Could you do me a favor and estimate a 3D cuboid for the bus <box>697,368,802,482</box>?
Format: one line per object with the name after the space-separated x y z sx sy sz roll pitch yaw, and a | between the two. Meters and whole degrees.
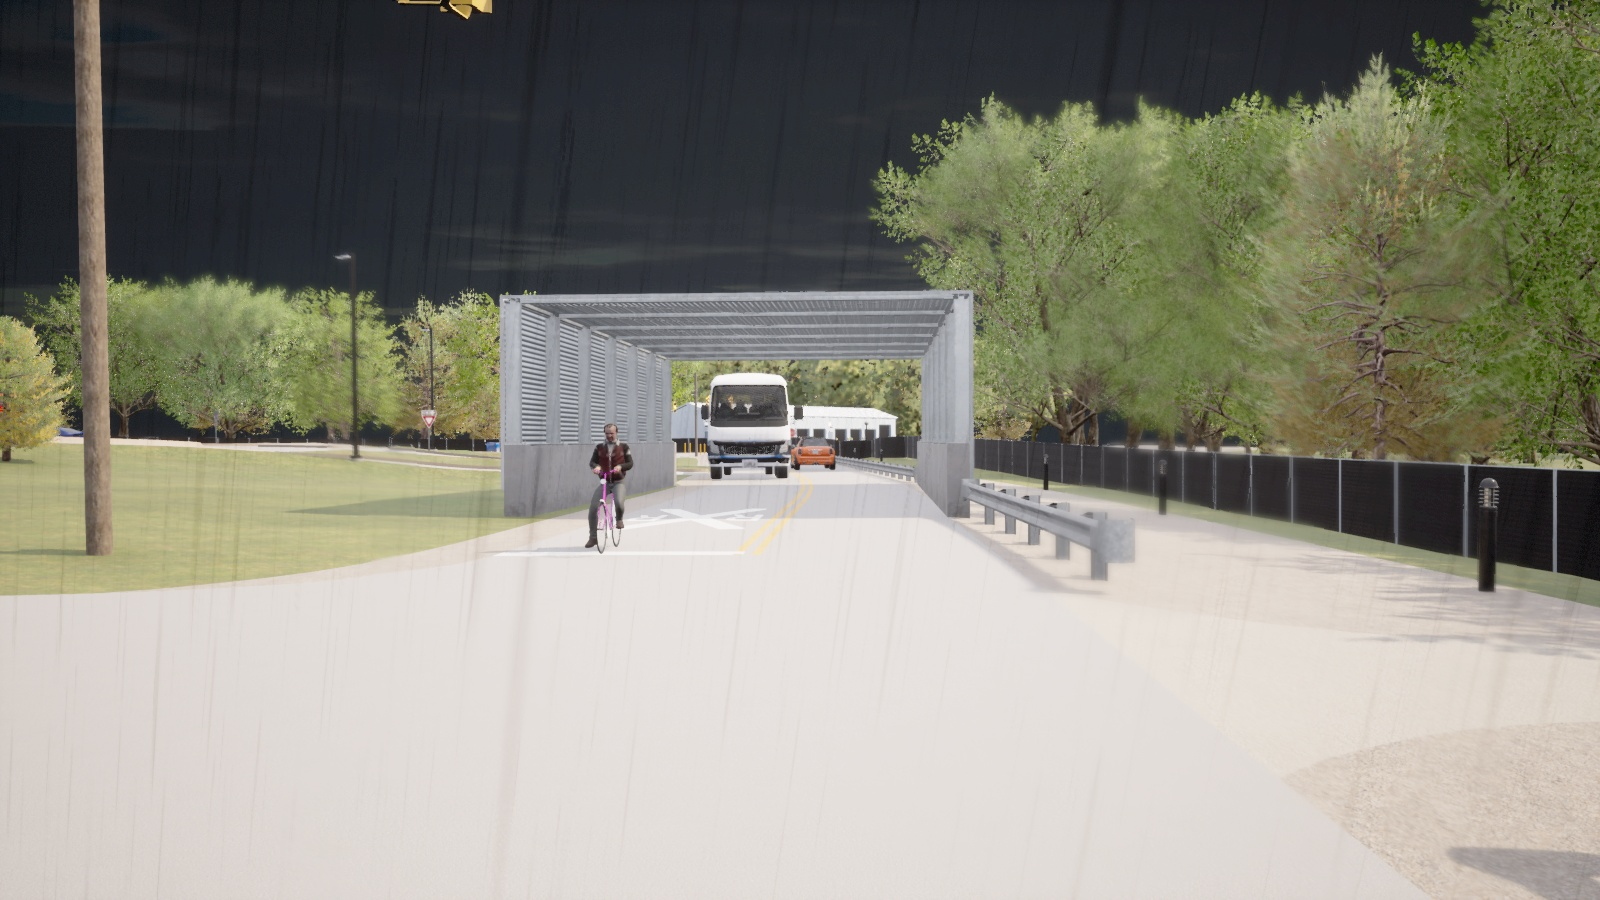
-2.142 -0.986 52.448 3.944 4.253 10.273 0 0 -3 | bus

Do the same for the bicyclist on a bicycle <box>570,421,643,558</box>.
-2.633 0.512 17.259 0.659 1.776 1.843 0 0 2 | bicyclist on a bicycle

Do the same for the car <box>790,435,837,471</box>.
0.641 0.121 65.269 2.097 1.767 4.553 0 1 -4 | car

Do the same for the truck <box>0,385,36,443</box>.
-36.304 -1.629 54.241 5.204 2.467 2.627 1 2 -41 | truck
